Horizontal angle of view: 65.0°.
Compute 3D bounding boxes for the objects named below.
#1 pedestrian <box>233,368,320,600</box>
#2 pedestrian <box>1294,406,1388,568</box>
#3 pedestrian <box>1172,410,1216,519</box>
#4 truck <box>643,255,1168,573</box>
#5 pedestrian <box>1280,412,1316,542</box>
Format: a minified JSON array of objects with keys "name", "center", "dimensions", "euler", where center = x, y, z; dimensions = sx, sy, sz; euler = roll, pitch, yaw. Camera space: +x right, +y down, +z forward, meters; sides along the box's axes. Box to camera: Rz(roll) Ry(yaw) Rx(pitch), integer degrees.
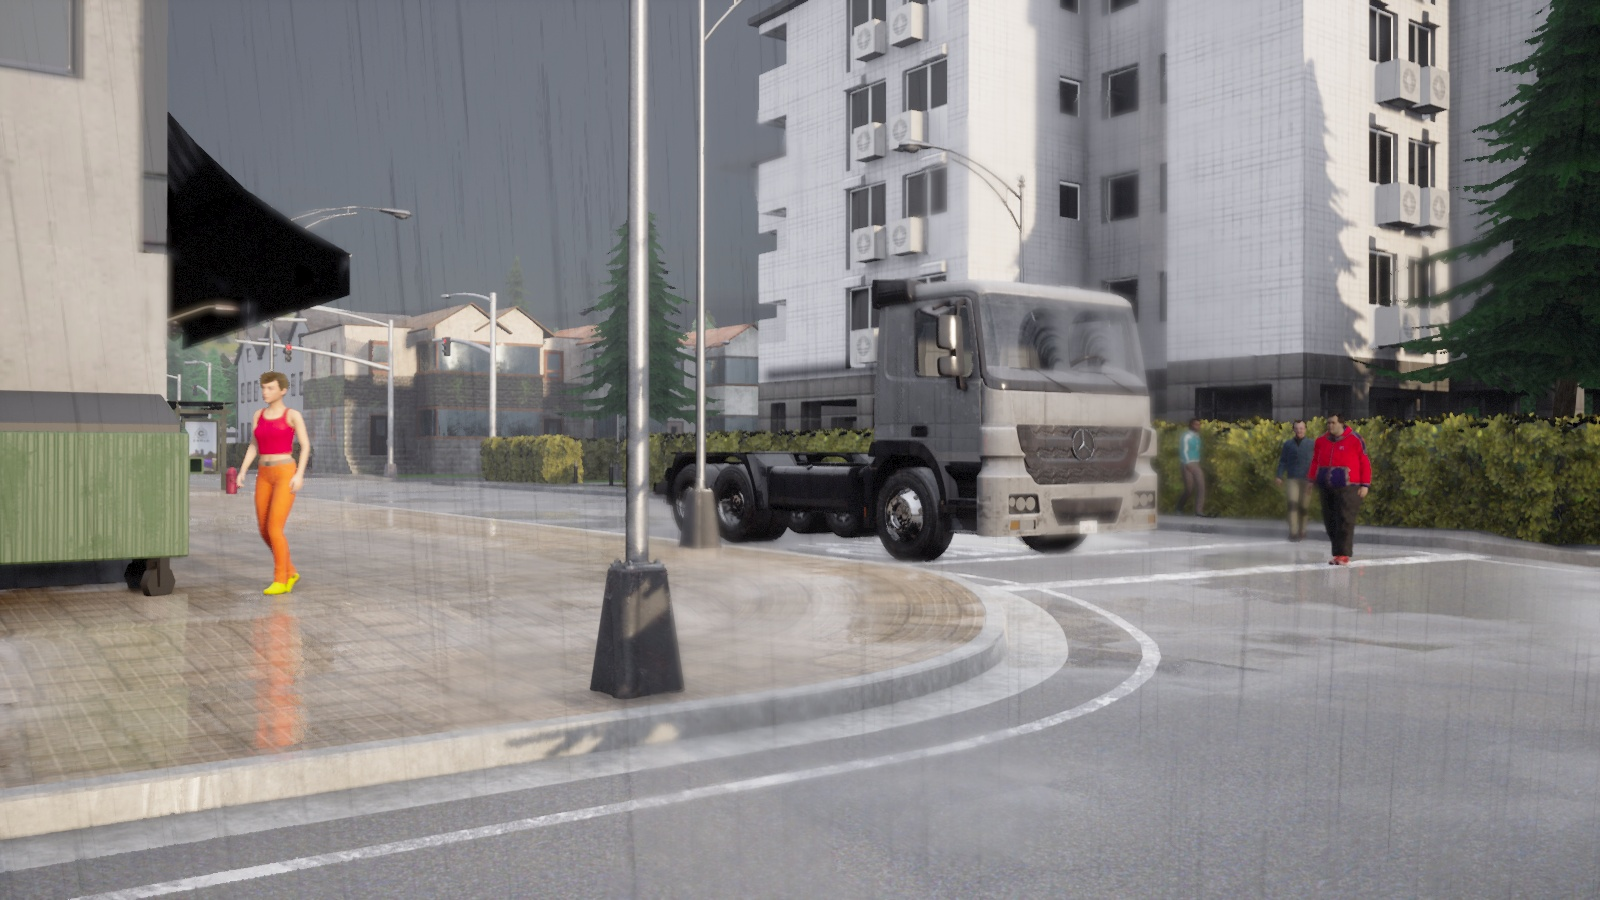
[{"name":"pedestrian","center":[-4.282,0.268,10.281],"dimensions":[0.345,1.836,0.594],"euler":[0,0,20]},{"name":"pedestrian","center":[6.347,0.419,14.733],"dimensions":[0.899,1.844,0.634],"euler":[0,0,-35]},{"name":"pedestrian","center":[7.118,0.254,22.704],"dimensions":[0.396,1.930,0.692],"euler":[0,0,-24]},{"name":"truck","center":[0.997,-0.379,17.699],"dimensions":[2.891,3.462,7.936],"euler":[0,0,-36]},{"name":"pedestrian","center":[7.267,0.385,18.310],"dimensions":[0.402,1.842,0.726],"euler":[0,0,28]}]
